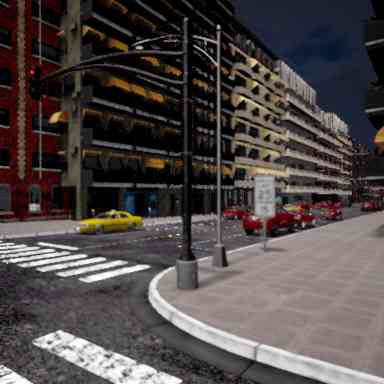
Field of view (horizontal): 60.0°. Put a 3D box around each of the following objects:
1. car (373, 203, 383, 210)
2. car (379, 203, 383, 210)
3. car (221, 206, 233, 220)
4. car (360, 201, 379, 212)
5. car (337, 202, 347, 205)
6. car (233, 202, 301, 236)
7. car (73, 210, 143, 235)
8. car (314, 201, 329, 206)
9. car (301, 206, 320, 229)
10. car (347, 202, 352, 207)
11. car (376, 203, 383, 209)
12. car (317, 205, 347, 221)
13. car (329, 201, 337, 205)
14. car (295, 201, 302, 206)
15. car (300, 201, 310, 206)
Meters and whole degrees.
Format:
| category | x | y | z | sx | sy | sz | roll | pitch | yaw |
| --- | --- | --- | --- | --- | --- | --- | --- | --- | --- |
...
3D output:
| category | x | y | z | sx | sy | sz | roll | pitch | yaw |
| --- | --- | --- | --- | --- | --- | --- | --- | --- | --- |
| car | 40.695 | 3.061 | 72.377 | 1.887 | 1.381 | 4.507 | -1 | -2 | 35 |
| car | 34.198 | 2.635 | 63.103 | 2.192 | 1.841 | 5.009 | -2 | -2 | 35 |
| car | 4.596 | 2.185 | 35.351 | 1.887 | 1.381 | 4.507 | -1 | -2 | 35 |
| car | 30.951 | 2.535 | 58.461 | 2.192 | 1.841 | 5.009 | -2 | -2 | 35 |
| car | 33.821 | 3.090 | 77.113 | 1.887 | 1.381 | 4.507 | -1 | -2 | 35 |
| car | 4.974 | 1.722 | 21.341 | 2.192 | 1.841 | 5.009 | -2 | -2 | 35 |
| car | -5.243 | 1.853 | 21.291 | 1.752 | 1.417 | 4.829 | -1 | -2 | 35 |
| car | 24.080 | 2.793 | 63.193 | 1.887 | 1.381 | 4.507 | -1 | -2 | 35 |
| car | 8.223 | 2.054 | 25.975 | 1.887 | 1.381 | 4.507 | -2 | -2 | 35 |
| car | 40.317 | 3.306 | 86.395 | 1.947 | 1.339 | 4.313 | -1 | -2 | 35 |
| car | 43.946 | 3.180 | 77.013 | 1.947 | 1.339 | 4.313 | -1 | -2 | 35 |
| car | 14.718 | 2.295 | 35.254 | 1.802 | 1.307 | 4.206 | -2 | -2 | 35 |
| car | 27.325 | 2.663 | 67.838 | 2.192 | 1.841 | 5.009 | -1 | -2 | 35 |
| car | 14.239 | 2.468 | 49.132 | 1.752 | 1.417 | 4.829 | -1 | -2 | 35 |
| car | 17.583 | 2.362 | 53.918 | 2.192 | 1.841 | 5.009 | -1 | -2 | 35 |
